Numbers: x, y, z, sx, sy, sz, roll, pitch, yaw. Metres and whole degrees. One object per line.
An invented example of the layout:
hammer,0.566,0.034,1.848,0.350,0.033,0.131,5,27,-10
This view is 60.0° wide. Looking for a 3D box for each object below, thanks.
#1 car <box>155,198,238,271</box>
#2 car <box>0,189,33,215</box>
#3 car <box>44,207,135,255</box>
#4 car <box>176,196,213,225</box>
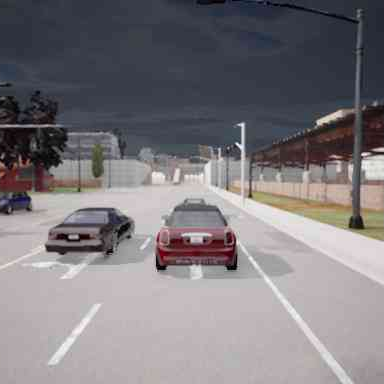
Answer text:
car,0.119,1.110,10.164,2.097,1.767,4.553,0,2,0
car,-13.956,0.675,25.044,2.097,1.767,4.553,0,2,0
car,-3.370,1.253,11.968,2.033,1.411,5.357,0,2,0
car,0.137,1.049,19.973,1.994,1.385,4.181,0,2,0
